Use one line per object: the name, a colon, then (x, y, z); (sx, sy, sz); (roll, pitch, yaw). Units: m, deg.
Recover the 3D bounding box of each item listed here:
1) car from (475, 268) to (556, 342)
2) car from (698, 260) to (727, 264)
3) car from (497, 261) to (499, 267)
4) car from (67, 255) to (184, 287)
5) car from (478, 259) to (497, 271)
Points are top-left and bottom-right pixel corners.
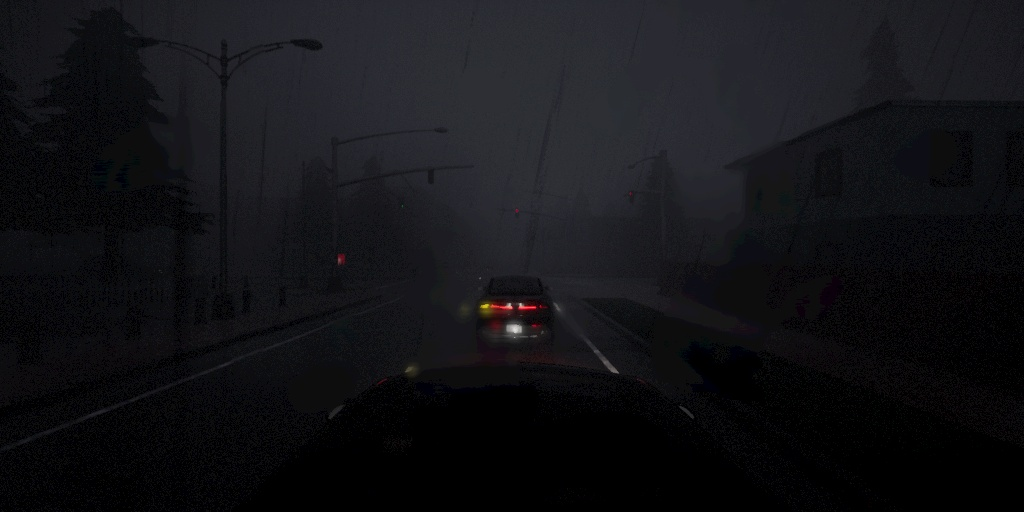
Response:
car: (0.092, 1.245, 9.729); (1.837, 1.490, 4.892); (0, 0, 0)
car: (15.542, 1.054, 26.266); (4.553, 1.767, 2.097); (0, 0, -7)
car: (-3.414, 1.201, 64.558); (1.812, 1.442, 4.674); (0, 0, 1)
car: (-25.347, 0.960, 23.909); (5.566, 2.045, 2.150); (0, 0, -2)
car: (-3.484, 1.219, 48.997); (1.812, 1.442, 4.674); (0, 0, 0)
